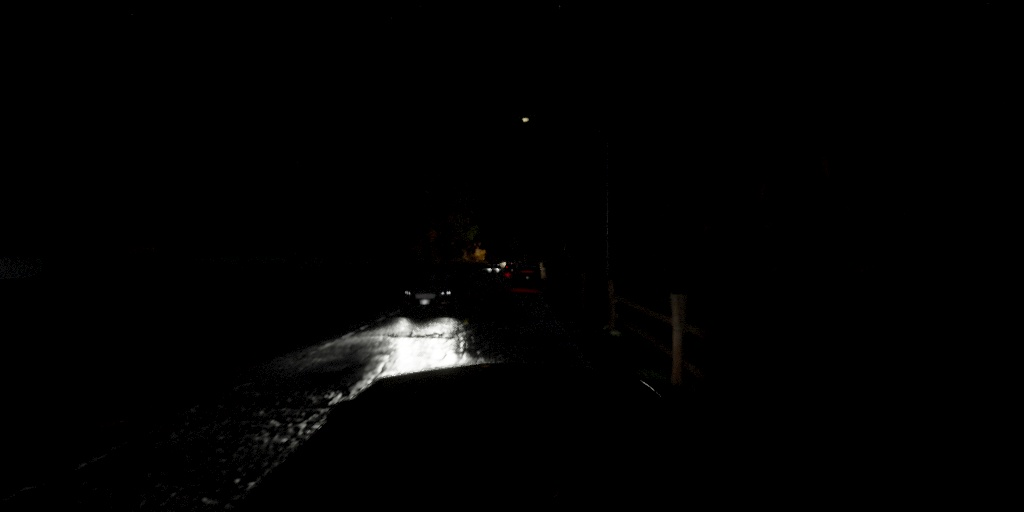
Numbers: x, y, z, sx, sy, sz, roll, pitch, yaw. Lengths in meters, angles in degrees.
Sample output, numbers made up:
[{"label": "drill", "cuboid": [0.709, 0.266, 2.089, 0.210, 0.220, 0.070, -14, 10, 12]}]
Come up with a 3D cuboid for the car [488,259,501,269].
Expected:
[{"label": "car", "cuboid": [-2.773, 1.258, 57.013, 2.033, 1.411, 5.357, 0, 0, 1]}]

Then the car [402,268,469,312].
[{"label": "car", "cuboid": [-2.844, 1.230, 14.126, 2.128, 1.511, 4.902, 0, 0, 0]}]

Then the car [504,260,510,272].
[{"label": "car", "cuboid": [0.023, 1.319, 44.240, 1.895, 1.301, 4.718, 0, 0, 0]}]

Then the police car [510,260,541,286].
[{"label": "police car", "cuboid": [0.970, 1.155, 25.180, 1.930, 1.638, 5.238, 0, 0, 0]}]
